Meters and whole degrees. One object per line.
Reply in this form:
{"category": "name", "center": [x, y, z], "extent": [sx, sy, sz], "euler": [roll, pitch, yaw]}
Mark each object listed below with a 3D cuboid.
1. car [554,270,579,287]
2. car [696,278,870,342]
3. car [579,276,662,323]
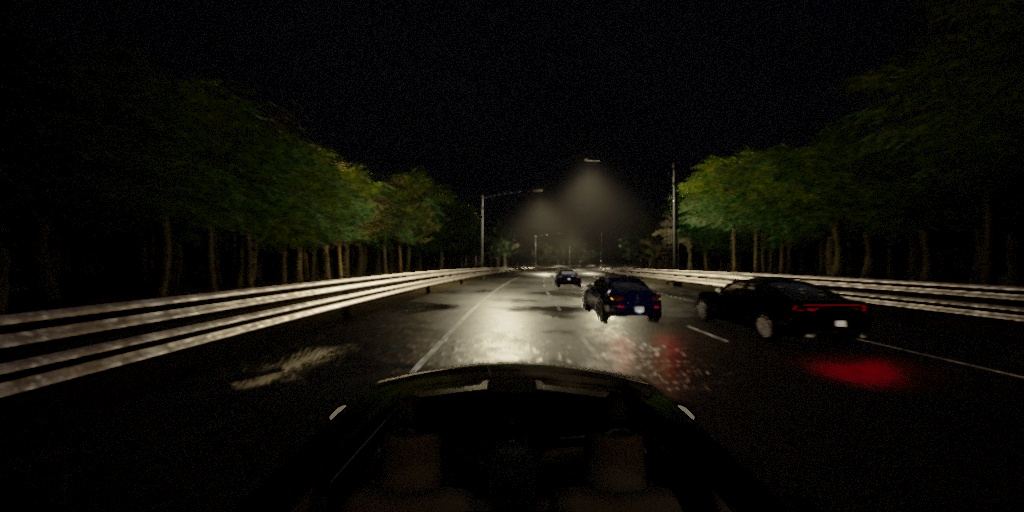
{"category": "car", "center": [4.596, 1.826, 30.063], "extent": [1.994, 1.385, 4.181], "euler": [0, -1, 4]}
{"category": "car", "center": [7.207, 1.359, 10.284], "extent": [1.882, 1.535, 5.008], "euler": [0, -1, 1]}
{"category": "car", "center": [3.764, 1.430, 12.754], "extent": [1.812, 1.442, 4.674], "euler": [0, -1, 1]}
